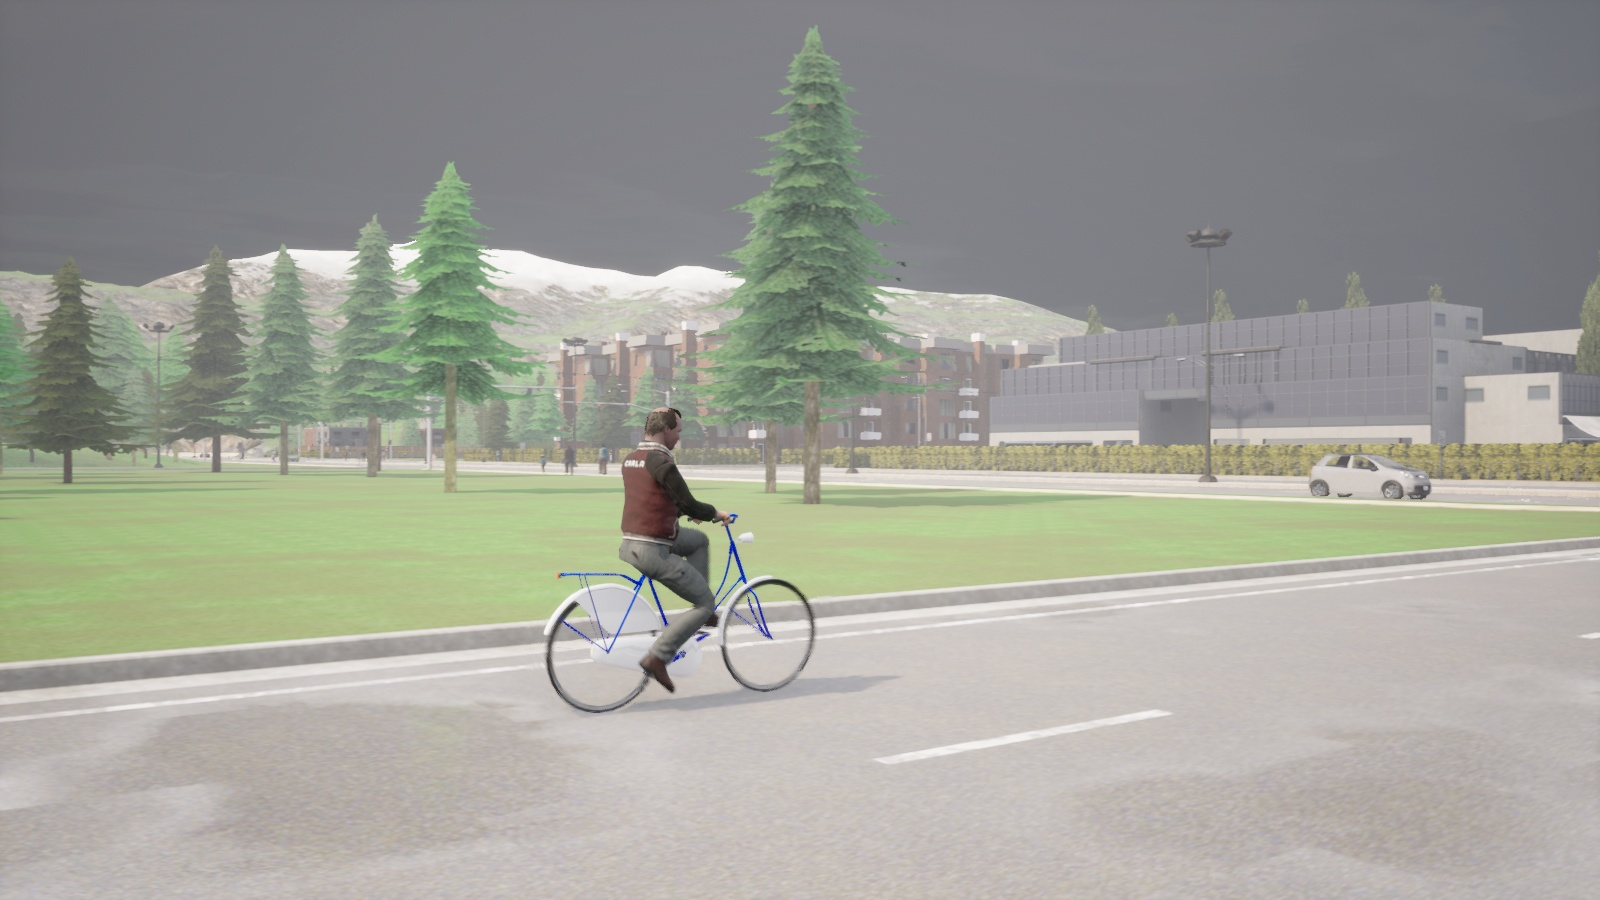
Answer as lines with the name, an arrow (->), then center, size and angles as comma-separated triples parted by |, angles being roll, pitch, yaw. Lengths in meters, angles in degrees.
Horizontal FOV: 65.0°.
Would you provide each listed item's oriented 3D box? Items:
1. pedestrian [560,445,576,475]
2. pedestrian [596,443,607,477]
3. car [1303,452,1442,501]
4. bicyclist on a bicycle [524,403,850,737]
pedestrian -> -14.141, 0.601, 76.489 | 0.634, 1.844, 0.899 | 0, 0, -35
pedestrian -> -11.470, 0.586, 72.609 | 0.396, 1.930, 0.692 | 0, 0, -35
car -> 18.502, 0.817, 40.695 | 1.845, 1.501, 3.633 | 0, 0, -36
bicyclist on a bicycle -> -0.640, 0.635, 7.478 | 1.843, 1.776, 0.659 | 0, 0, -35
